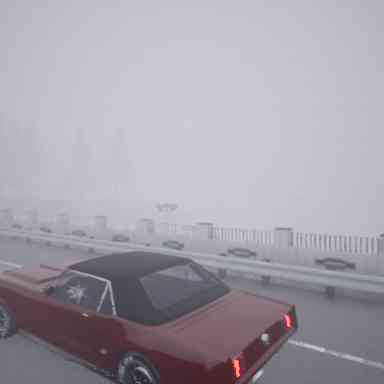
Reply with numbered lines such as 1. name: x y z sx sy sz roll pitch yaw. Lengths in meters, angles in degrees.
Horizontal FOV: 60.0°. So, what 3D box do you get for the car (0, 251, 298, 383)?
1. car: -1.100 1.559 4.776 4.718 1.301 1.895 1 0 35
